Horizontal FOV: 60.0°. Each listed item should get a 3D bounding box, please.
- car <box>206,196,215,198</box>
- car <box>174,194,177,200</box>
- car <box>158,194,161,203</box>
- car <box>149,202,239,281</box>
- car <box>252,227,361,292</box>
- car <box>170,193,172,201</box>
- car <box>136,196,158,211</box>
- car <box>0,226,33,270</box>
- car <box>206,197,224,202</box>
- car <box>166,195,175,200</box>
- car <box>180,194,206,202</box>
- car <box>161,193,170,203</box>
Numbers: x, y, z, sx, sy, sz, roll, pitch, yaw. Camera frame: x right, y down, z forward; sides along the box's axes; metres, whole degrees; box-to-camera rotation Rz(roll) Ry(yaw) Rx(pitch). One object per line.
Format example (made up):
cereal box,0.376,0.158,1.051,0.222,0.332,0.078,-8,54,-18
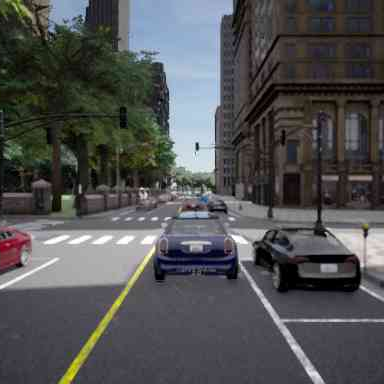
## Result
car,2.754,1.567,40.629,1.947,1.339,4.313,0,0,0
car,-5.777,1.285,84.010,2.192,1.841,5.009,0,0,0
car,-5.772,1.439,46.068,1.967,1.590,4.097,0,0,0
car,0.099,1.355,10.032,2.097,1.767,4.553,0,0,0
car,2.758,1.568,8.772,1.947,1.339,4.313,0,0,0
car,-5.775,1.301,67.749,2.192,1.841,5.009,0,0,0
car,-5.771,1.552,40.648,2.008,1.369,4.403,0,0,0
car,-5.767,1.584,8.788,1.802,1.307,4.206,0,0,0
car,2.755,1.568,35.208,1.947,1.339,4.313,0,0,0
car,-5.777,1.530,89.431,1.947,1.339,4.313,0,0,0
car,0.095,1.354,34.411,2.097,1.767,4.553,0,0,0
car,-5.774,1.431,62.329,1.967,1.590,4.097,0,0,0
